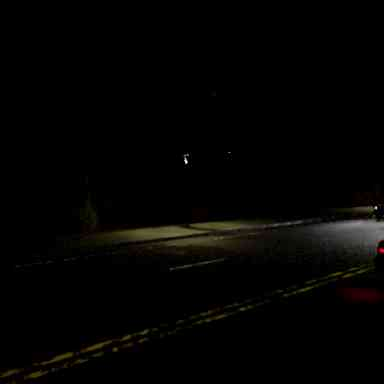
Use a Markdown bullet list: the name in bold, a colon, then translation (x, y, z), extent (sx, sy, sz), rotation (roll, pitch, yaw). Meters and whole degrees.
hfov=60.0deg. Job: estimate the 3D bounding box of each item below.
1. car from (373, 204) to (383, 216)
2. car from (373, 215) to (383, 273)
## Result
- **car**: translation (13.628, 0.990, 21.386), extent (4.718, 1.301, 1.895), rotation (-2, 1, -35)
- **car**: translation (6.565, 1.286, 8.171), extent (5.357, 1.411, 2.033), rotation (-2, 1, -35)
